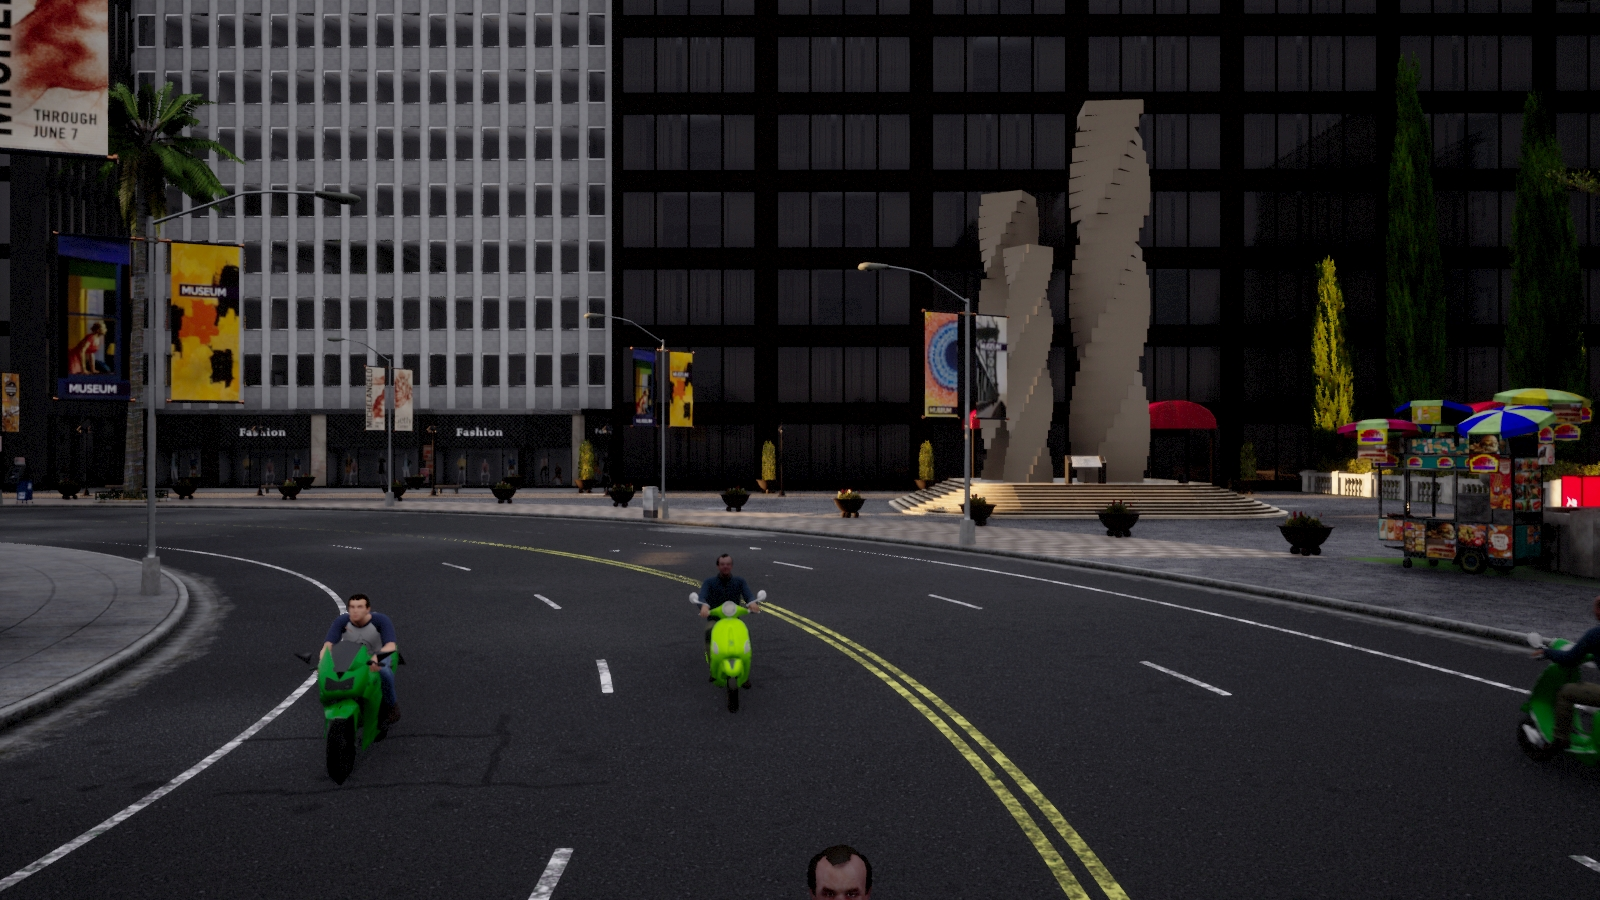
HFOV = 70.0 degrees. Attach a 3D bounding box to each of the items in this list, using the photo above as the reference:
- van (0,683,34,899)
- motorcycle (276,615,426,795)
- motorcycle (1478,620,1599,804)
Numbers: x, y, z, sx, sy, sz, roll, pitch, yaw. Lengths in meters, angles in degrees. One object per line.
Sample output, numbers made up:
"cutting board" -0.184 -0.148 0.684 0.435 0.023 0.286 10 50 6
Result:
"van" -3.531 1.783 1.506 2.069 2.038 4.480 0 0 -1
"motorcycle" -3.970 2.213 10.284 0.803 1.145 2.033 0 0 -8
"motorcycle" 6.708 2.182 9.576 0.856 1.236 1.805 0 0 -5
